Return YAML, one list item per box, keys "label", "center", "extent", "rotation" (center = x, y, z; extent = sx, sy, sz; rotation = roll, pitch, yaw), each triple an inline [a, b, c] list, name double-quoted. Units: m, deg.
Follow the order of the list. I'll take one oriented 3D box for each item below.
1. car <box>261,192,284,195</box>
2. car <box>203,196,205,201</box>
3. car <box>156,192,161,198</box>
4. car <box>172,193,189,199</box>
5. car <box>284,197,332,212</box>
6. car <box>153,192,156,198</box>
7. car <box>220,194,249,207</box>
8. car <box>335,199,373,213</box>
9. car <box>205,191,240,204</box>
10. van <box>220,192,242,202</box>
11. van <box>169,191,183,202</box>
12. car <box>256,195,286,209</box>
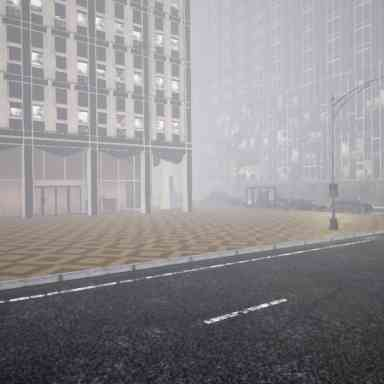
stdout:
- label: "car"
  center: [10.962, 0.971, 43.937]
  extent: [2.150, 2.045, 5.566]
  rotation: [-1, 1, -34]
- label: "car"
  center: [3.758, 1.043, 64.802]
  extent: [1.802, 1.307, 4.206]
  rotation: [0, 1, -34]
- label: "car"
  center: [-5.847, 0.614, 78.887]
  extent: [2.192, 1.841, 5.009]
  rotation: [0, 1, -34]
- label: "car"
  center: [-2.645, 0.935, 74.194]
  extent: [1.802, 1.307, 4.206]
  rotation: [0, 1, -34]
- label: "car"
  center: [12.734, 1.423, 36.529]
  extent: [1.947, 1.339, 4.313]
  rotation: [0, 1, -34]
- label: "car"
  center: [-9.049, 0.685, 83.584]
  extent: [1.967, 1.590, 4.097]
  rotation: [0, 1, -34]
- label: "car"
  center: [6.393, 1.319, 45.966]
  extent: [1.947, 1.339, 4.313]
  rotation: [0, 1, -34]
- label: "car"
  center: [16.821, 1.407, 35.347]
  extent: [1.994, 1.385, 4.181]
  rotation: [-1, 1, -34]
- label: "car"
  center: [4.934, 0.873, 52.797]
  extent: [2.150, 2.045, 5.566]
  rotation: [-1, 1, -34]
- label: "van"
  center: [6.959, 0.854, 60.103]
  extent: [1.690, 1.788, 3.998]
  rotation: [0, 1, -34]
- label: "van"
  center: [-3.166, 0.936, 60.080]
  extent: [1.690, 1.788, 3.998]
  rotation: [0, 1, -34]
- label: "car"
  center: [9.546, 1.387, 41.238]
  extent: [1.802, 1.307, 4.206]
  rotation: [0, 1, -34]
